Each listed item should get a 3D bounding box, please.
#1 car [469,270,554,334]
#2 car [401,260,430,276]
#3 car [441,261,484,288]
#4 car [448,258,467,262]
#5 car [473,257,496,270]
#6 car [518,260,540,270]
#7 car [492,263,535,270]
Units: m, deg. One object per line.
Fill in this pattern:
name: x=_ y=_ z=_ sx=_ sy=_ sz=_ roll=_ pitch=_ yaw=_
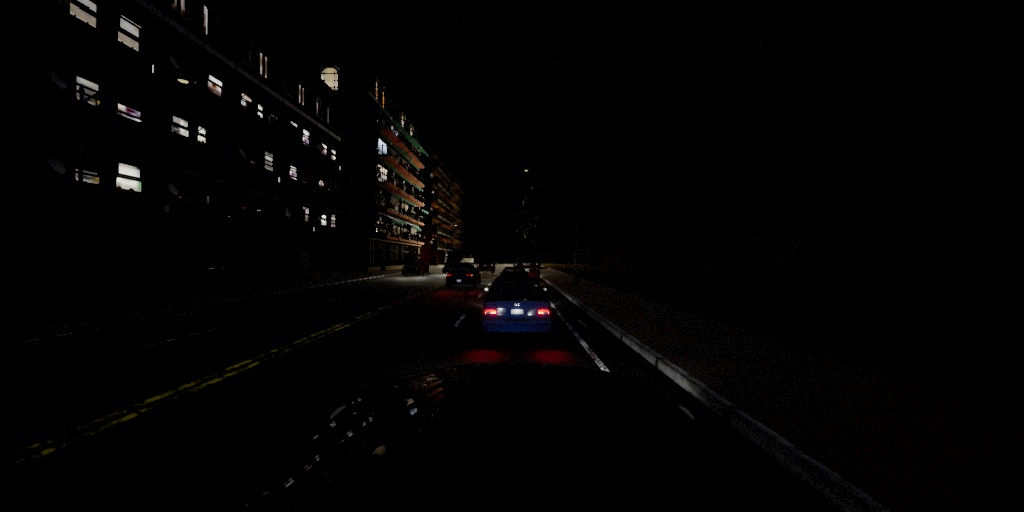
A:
car: x=0.112 y=1.299 z=10.570 sx=2.033 sy=1.411 sz=5.357 roll=0 pitch=0 yaw=0
car: x=-9.807 y=1.231 z=36.713 sx=1.882 sy=1.535 sz=5.008 roll=0 pitch=0 yaw=0
car: x=-3.123 y=1.278 z=23.433 sx=1.812 sy=1.442 sz=4.674 roll=0 pitch=0 yaw=0
car: x=-6.552 y=1.279 z=39.912 sx=1.812 sy=1.442 sz=4.674 roll=0 pitch=0 yaw=0
car: x=-3.096 y=1.109 z=43.473 sx=2.097 sy=1.767 sz=4.553 roll=0 pitch=0 yaw=0
car: x=1.173 y=1.104 z=29.839 sx=2.097 sy=1.767 sz=4.553 roll=0 pitch=0 yaw=0
car: x=0.118 y=1.317 z=20.904 sx=1.994 sy=1.385 sz=4.181 roll=0 pitch=0 yaw=1
